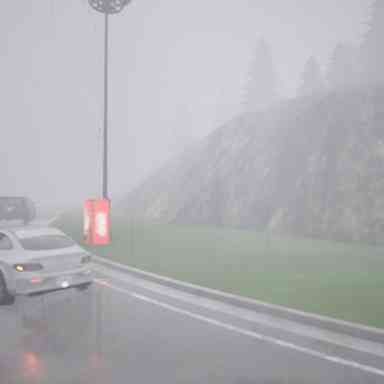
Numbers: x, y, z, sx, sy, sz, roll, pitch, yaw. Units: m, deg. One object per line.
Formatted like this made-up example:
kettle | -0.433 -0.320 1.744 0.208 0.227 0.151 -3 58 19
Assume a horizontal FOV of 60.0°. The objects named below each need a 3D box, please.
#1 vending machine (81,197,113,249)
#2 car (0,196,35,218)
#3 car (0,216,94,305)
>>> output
vending machine | -4.114 1.287 14.389 1.100 2.100 0.880 1 -1 -35
car | -13.630 1.350 25.868 2.150 2.045 5.566 0 0 -19
car | -4.075 1.571 8.251 1.812 1.442 4.674 0 0 -43
